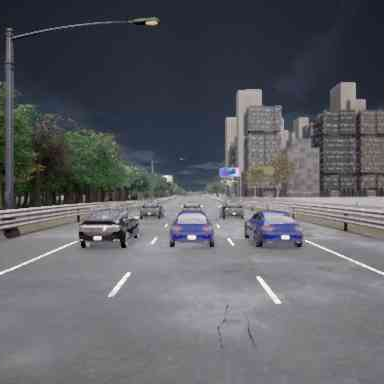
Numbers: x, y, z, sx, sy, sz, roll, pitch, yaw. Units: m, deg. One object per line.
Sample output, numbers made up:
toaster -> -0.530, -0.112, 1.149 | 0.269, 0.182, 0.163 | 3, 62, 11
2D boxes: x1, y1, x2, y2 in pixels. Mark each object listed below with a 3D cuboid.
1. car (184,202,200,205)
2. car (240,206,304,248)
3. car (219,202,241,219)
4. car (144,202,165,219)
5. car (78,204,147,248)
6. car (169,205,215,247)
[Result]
car -> 0.000, 1.621, 29.778 | 2.128, 1.511, 4.902 | 0, -1, 0
car -> 3.499, 1.537, 14.769 | 1.812, 1.442, 4.674 | 0, 0, 0
car -> 3.499, 1.621, 29.778 | 2.128, 1.511, 4.902 | 0, -1, 0
car -> -3.500, 1.621, 29.778 | 2.128, 1.511, 4.902 | 0, -1, 0
car -> -3.501, 1.499, 14.769 | 2.128, 1.511, 4.902 | 0, 0, 0
car -> -0.001, 1.537, 14.769 | 1.812, 1.442, 4.674 | 0, 0, 0
